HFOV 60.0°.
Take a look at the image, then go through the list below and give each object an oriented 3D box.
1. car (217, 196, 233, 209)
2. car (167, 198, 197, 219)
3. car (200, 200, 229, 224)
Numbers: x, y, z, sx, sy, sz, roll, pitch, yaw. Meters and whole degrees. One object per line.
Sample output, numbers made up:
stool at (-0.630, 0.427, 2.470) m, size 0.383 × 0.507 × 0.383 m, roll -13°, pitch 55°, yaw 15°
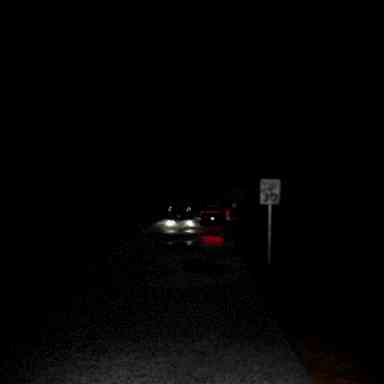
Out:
car at (4.205, 1.306, 42.716) m, size 2.128 × 1.511 × 4.902 m, roll 1°, pitch 2°, yaw 10°
car at (-0.810, 1.381, 29.292) m, size 2.097 × 1.767 × 4.553 m, roll 1°, pitch 1°, yaw 7°
car at (1.679, 1.585, 25.376) m, size 1.837 × 1.490 × 4.892 m, roll 0°, pitch 0°, yaw 6°
